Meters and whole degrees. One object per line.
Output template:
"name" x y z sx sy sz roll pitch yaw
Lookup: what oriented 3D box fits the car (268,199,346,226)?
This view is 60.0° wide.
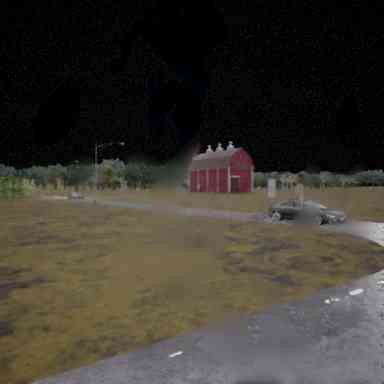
"car" 6.846 1.221 20.236 1.837 1.490 4.892 1 0 -36

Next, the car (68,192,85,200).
"car" -20.092 0.663 57.999 1.994 1.385 4.181 1 1 -35
